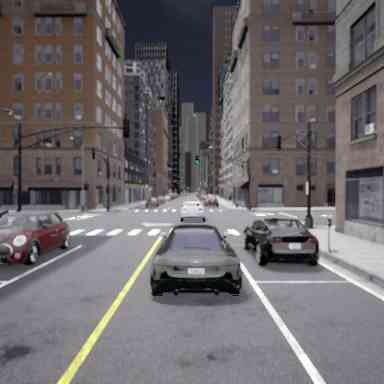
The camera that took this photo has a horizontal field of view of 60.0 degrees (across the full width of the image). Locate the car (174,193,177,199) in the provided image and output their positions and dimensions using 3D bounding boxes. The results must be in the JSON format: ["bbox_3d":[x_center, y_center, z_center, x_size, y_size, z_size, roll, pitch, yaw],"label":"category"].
[{"bbox_3d":[-5.656,1.159,86.216,2.192,1.841,5.009,0,0,0],"label":"car"}]

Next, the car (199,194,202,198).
[{"bbox_3d":[2.850,1.402,59.169,2.008,1.369,4.403,0,0,0],"label":"car"}]

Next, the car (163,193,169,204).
[{"bbox_3d":[-5.675,1.402,59.173,2.008,1.369,4.403,0,0,0],"label":"car"}]

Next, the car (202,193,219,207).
[{"bbox_3d":[2.841,1.309,48.351,1.967,1.590,4.097,0,0,0],"label":"car"}]

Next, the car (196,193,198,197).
[{"bbox_3d":[2.869,1.159,86.214,2.192,1.841,5.009,0,0,0],"label":"car"}]

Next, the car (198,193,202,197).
[{"bbox_3d":[2.857,1.282,69.987,1.967,1.590,4.097,0,0,0],"label":"car"}]

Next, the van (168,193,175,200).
[{"bbox_3d":[-5.652,1.190,91.624,1.690,1.788,3.998,0,0,0],"label":"van"}]

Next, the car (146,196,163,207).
[{"bbox_3d":[-5.684,1.450,48.356,1.802,1.307,4.206,0,0,0],"label":"car"}]

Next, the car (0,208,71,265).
[{"bbox_3d":[-5.680,1.401,11.253,1.967,1.590,4.097,0,0,0],"label":"car"}]

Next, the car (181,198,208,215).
[{"bbox_3d":[0.074,1.470,26.753,1.812,1.442,4.674,0,0,0],"label":"car"}]

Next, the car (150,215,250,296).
[{"bbox_3d":[0.082,1.535,8.637,1.994,1.385,4.181,0,0,0],"label":"car"}]

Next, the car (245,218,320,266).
[{"bbox_3d":[2.845,1.527,11.262,1.947,1.339,4.313,0,0,0],"label":"car"}]

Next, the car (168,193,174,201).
[{"bbox_3d":[-5.663,1.366,75.228,1.752,1.417,4.829,0,0,0],"label":"car"}]
